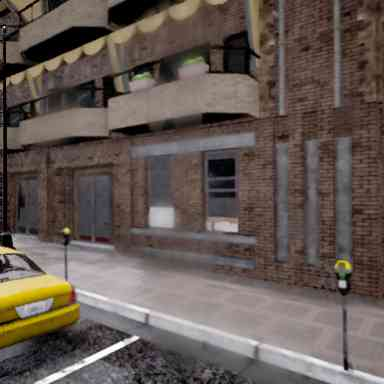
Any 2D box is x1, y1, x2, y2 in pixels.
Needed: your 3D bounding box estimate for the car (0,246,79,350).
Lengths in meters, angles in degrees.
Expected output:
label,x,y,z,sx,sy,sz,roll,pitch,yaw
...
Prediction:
label,x,y,z,sx,sy,sz,roll,pitch,yaw
car,-3.935,1.473,5.723,4.829,1.417,1.752,1,-1,36
